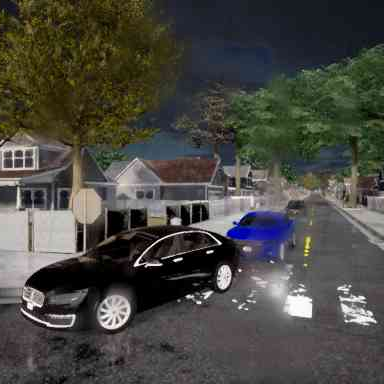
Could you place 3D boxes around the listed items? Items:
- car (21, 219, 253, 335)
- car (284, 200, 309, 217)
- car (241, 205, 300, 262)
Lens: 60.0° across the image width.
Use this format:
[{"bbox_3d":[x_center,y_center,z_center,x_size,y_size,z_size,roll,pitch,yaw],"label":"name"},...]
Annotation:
[{"bbox_3d":[-0.881,1.507,6.946,1.837,1.490,4.892,0,0,42],"label":"car"},{"bbox_3d":[9.752,1.510,31.076,1.837,1.490,4.892,0,0,20],"label":"car"},{"bbox_3d":[2.703,1.478,12.490,1.882,1.535,5.008,0,0,24],"label":"car"}]
